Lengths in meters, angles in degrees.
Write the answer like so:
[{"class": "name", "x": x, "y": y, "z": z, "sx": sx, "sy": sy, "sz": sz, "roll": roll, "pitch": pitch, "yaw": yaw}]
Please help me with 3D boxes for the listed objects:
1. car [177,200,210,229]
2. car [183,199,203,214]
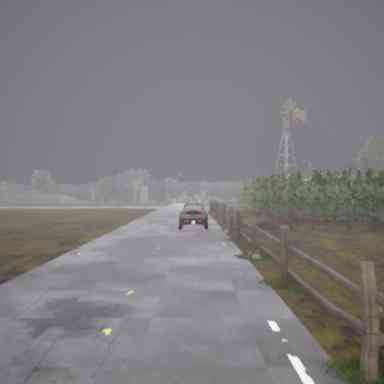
[{"class": "car", "x": 0.091, "y": 1.547, "z": 22.133, "sx": 1.837, "sy": 1.490, "sz": 4.892, "roll": 0, "pitch": 0, "yaw": 0}, {"class": "car", "x": 0.083, "y": 1.617, "z": 38.311, "sx": 2.128, "sy": 1.511, "sz": 4.902, "roll": 0, "pitch": 0, "yaw": 0}]
